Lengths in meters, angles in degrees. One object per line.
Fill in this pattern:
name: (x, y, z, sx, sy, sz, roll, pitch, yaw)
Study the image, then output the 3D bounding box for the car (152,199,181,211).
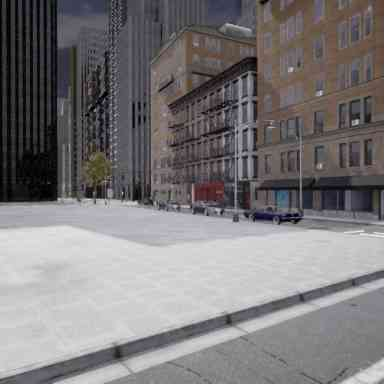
car: (-3.093, 1.691, 43.316, 2.128, 1.511, 4.902, 0, 0, -26)

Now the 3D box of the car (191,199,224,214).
car: (1.768, 1.662, 39.526, 1.837, 1.490, 4.892, 0, 0, -26)

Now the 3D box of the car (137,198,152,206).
car: (-8.555, 1.806, 60.426, 1.837, 1.490, 4.892, 0, 0, -26)

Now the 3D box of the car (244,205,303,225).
car: (5.975, 1.687, 24.932, 1.895, 1.301, 4.718, 0, 0, -26)

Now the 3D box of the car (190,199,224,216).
car: (1.458, 1.632, 34.073, 2.128, 1.511, 4.902, 0, 0, -26)
